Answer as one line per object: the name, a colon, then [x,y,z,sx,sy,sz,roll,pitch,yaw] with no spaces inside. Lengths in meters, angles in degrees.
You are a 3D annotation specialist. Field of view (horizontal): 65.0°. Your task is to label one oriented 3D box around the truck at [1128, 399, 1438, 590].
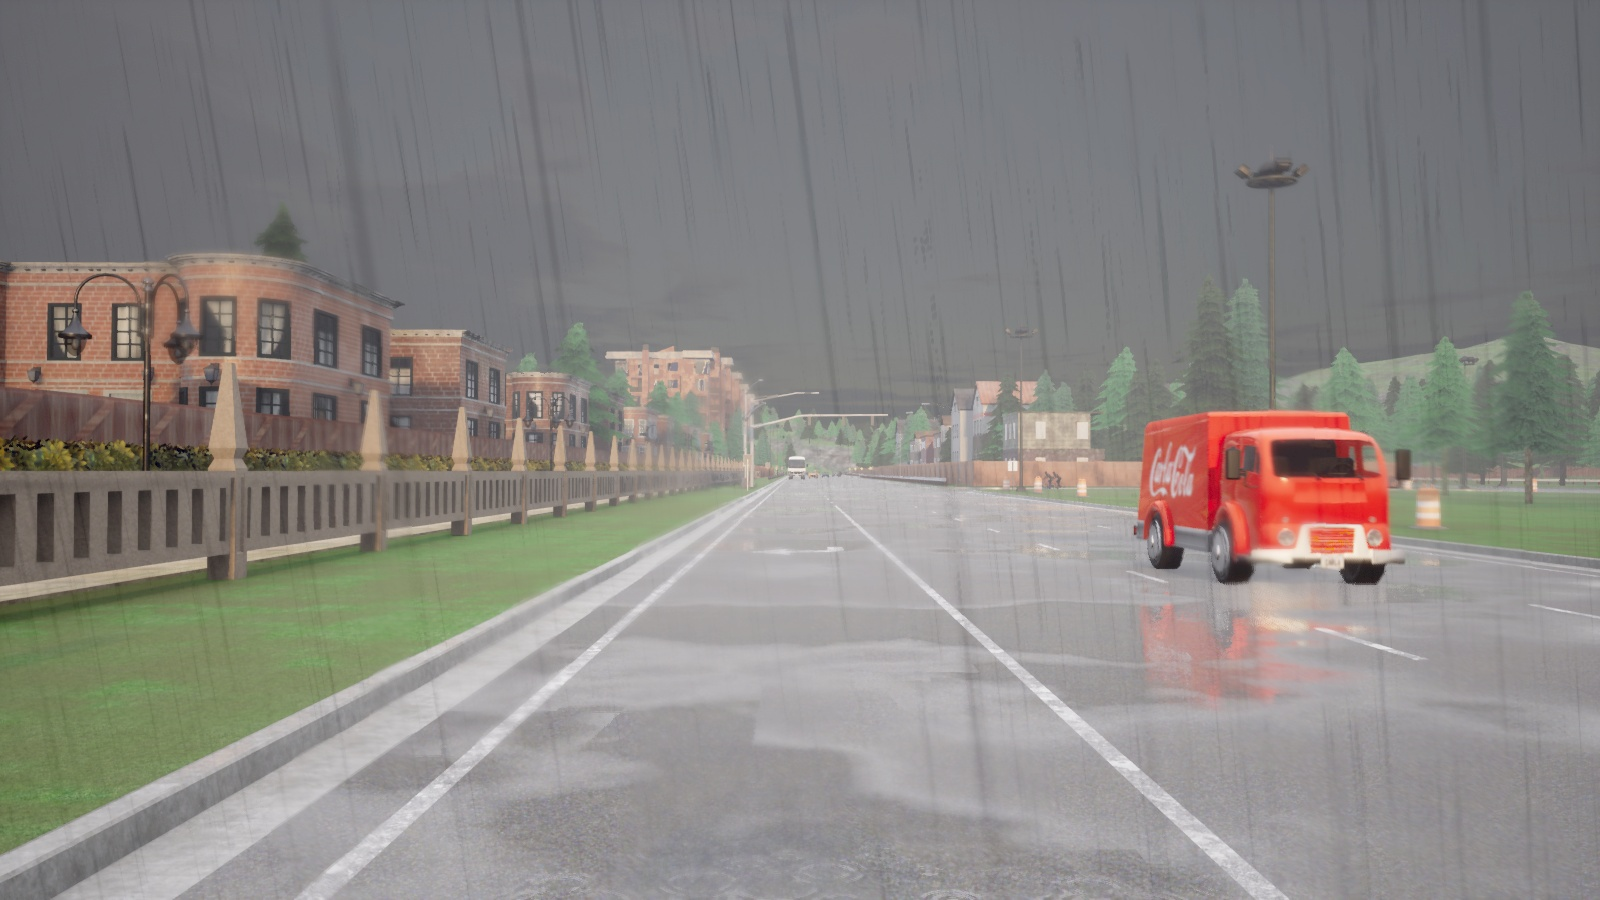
truck: [6.953,0.617,18.909,2.627,2.467,5.204,0,-1,0]
